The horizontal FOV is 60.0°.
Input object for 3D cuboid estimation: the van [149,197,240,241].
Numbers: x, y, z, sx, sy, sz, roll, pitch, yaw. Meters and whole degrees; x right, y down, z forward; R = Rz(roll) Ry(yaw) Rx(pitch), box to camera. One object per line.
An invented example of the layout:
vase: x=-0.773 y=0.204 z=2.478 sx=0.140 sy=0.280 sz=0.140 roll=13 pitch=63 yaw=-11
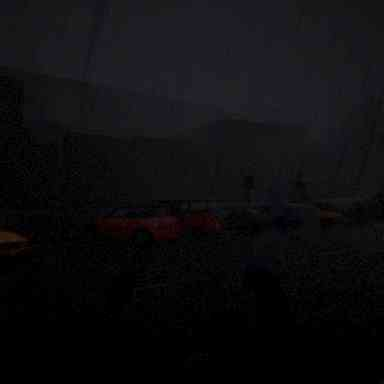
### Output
van: x=-0.194 y=1.254 z=16.348 sx=4.442 sy=1.987 sz=1.878 roll=-1 pitch=-1 yaw=35

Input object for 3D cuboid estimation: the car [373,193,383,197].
car: x=16.688 y=1.043 z=28.544 sx=5.566 sy=2.045 sz=2.435 roll=-1 pitch=0 yaw=35

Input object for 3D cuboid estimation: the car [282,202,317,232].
car: x=4.539 y=1.482 z=19.883 sx=4.792 sy=1.488 sz=2.163 roll=-1 pitch=0 yaw=35

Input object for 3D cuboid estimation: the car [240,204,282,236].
car: x=2.137 y=1.506 z=18.132 sx=4.674 sy=1.452 sz=2.002 roll=-1 pitch=0 yaw=35

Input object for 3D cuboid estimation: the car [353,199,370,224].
car: x=9.453 y=1.430 z=23.319 sx=4.792 sy=1.488 sz=2.163 roll=-1 pitch=-1 yaw=35

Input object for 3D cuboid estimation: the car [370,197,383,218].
car: x=14.291 y=1.372 z=26.795 sx=4.674 sy=1.452 sz=2.002 roll=-1 pitch=0 yaw=35

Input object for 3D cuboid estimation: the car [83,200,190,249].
car: x=-2.705 y=1.362 z=14.655 sx=4.553 sy=1.767 sz=2.185 roll=-1 pitch=0 yaw=34

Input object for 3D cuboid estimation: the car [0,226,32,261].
car: x=-7.432 y=1.488 z=11.106 sx=5.366 sy=1.575 sz=1.946 roll=-1 pitch=-1 yaw=35

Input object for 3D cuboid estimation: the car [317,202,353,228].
car: x=7.153 y=1.421 z=21.502 sx=5.366 sy=1.575 sz=1.946 roll=-1 pitch=-1 yaw=35
